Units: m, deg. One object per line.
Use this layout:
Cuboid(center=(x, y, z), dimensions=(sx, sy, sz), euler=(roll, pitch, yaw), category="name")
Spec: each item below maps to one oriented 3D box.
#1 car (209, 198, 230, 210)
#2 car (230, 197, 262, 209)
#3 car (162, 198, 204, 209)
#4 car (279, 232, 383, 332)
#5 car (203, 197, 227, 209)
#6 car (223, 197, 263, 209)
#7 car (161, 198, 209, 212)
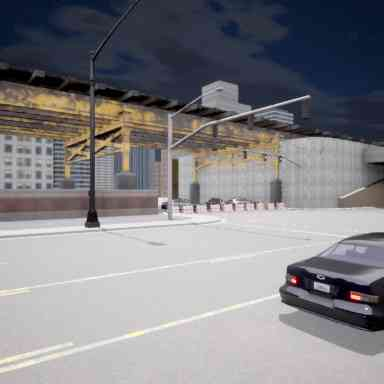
Cuboid(center=(2.834, 1.453, 40.508), dimensions=(2.038, 1.542, 4.974), euler=(0, 0, 18), category="car")
Cuboid(center=(6.693, 1.295, 44.262), dimensions=(4.536, 1.218, 1.853), euler=(0, 0, -7), category="car")
Cuboid(center=(-0.962, 1.295, 37.830), dimensions=(4.536, 1.218, 1.853), euler=(0, 0, 8), category="car")
Cuboid(center=(4.098, 1.547, 6.701), dimensions=(5.357, 1.411, 2.033), euler=(0, 0, -35), category="car")
Cuboid(center=(2.850, 1.295, 40.558), dimensions=(1.853, 1.218, 4.536), euler=(0, 0, 18), category="car")
Cuboid(center=(6.744, 1.452, 44.268), dimensions=(4.974, 1.542, 2.038), euler=(0, 0, -7), category="car")
Cuboid(center=(-0.911, 1.453, 37.823), dimensions=(4.974, 1.542, 2.038), euler=(0, 0, 8), category="car")
